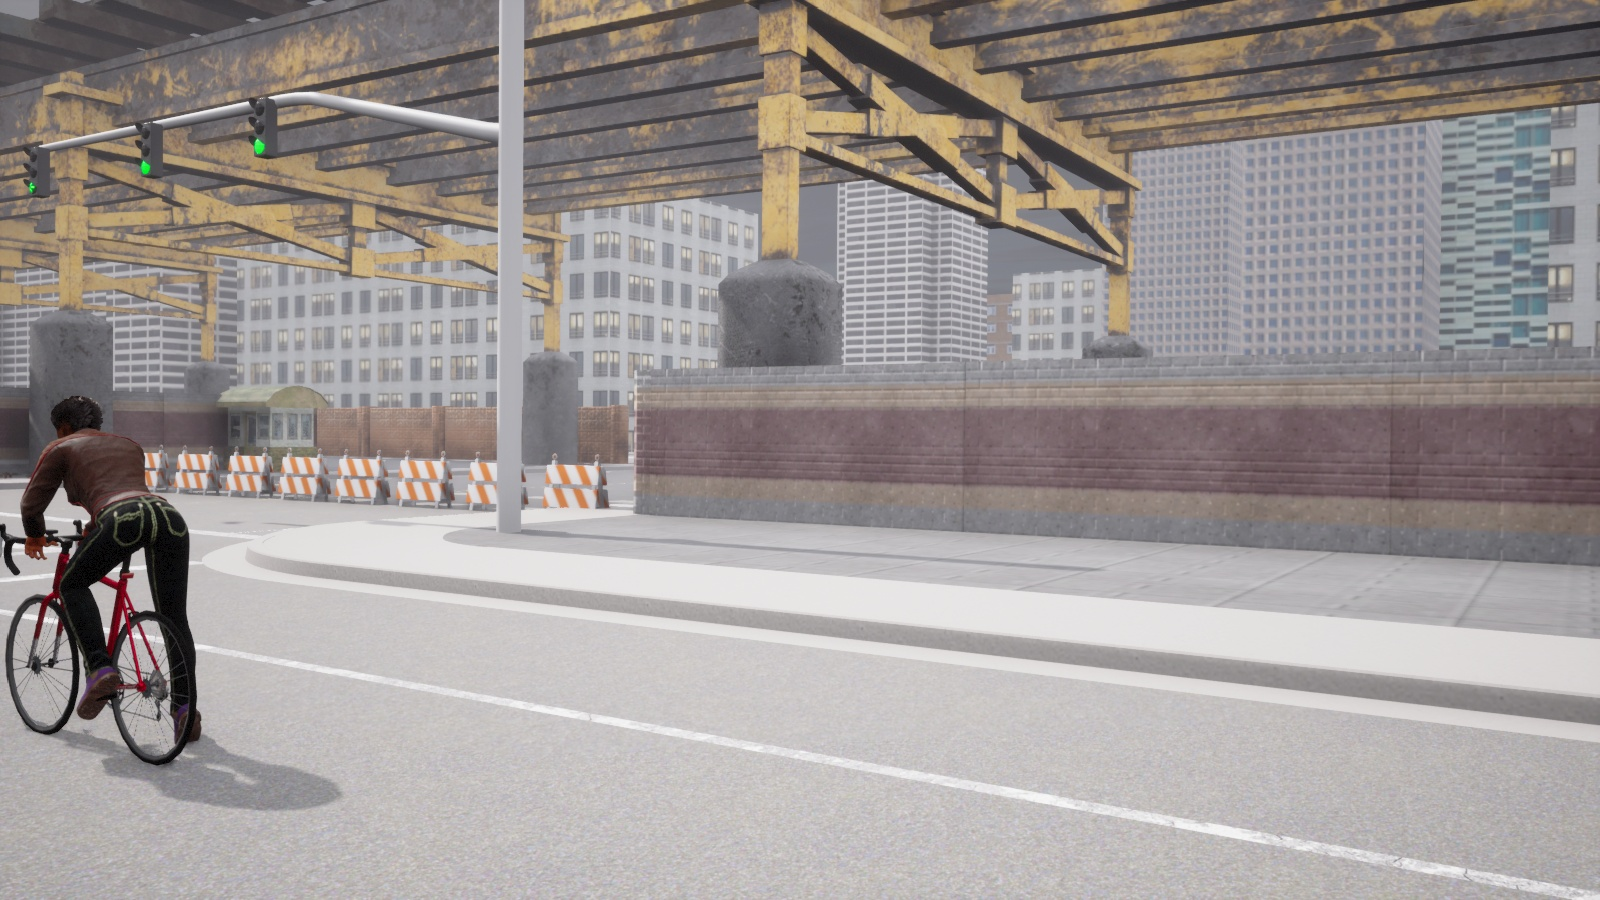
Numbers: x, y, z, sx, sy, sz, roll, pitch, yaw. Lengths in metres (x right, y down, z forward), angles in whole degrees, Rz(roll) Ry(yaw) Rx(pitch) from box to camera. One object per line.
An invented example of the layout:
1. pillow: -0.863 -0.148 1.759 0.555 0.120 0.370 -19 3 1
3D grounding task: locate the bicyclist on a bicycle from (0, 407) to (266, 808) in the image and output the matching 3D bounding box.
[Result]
1. bicyclist on a bicycle: -3.227 0.635 5.764 1.656 1.620 0.582 0 1 34
